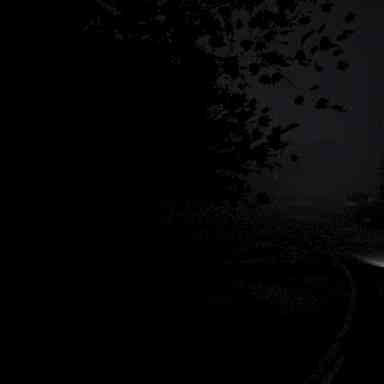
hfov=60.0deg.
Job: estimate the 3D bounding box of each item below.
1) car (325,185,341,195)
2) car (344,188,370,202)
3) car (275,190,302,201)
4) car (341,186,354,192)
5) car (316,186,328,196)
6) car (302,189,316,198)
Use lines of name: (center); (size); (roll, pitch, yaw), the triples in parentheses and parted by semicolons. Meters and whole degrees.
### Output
car: (29.025, -0.419, 71.412); (5.566, 2.045, 2.435); (-4, 3, -44)
car: (25.828, 0.681, 51.774); (1.837, 1.490, 4.892); (-1, 2, 45)
car: (16.966, 0.706, 59.685); (5.366, 1.575, 1.946); (-4, 3, -44)
car: (36.936, -0.711, 79.121); (4.792, 1.488, 2.163); (-4, 3, -44)
car: (24.877, 0.130, 67.375); (5.366, 1.575, 1.946); (-4, 3, -44)
car: (20.924, 0.417, 63.526); (5.366, 1.575, 1.946); (-4, 3, -44)
